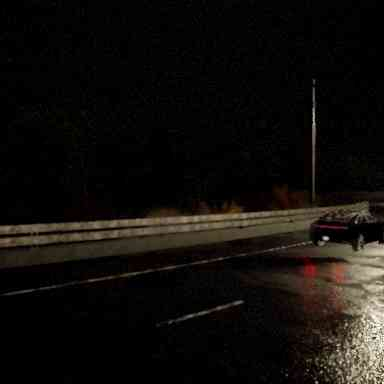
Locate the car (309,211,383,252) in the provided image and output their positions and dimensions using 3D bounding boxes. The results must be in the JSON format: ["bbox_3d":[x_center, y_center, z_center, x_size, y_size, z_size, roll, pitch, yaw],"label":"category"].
[{"bbox_3d":[6.944,1.579,14.510,4.902,1.511,2.128,0,0,-43],"label":"car"}]
